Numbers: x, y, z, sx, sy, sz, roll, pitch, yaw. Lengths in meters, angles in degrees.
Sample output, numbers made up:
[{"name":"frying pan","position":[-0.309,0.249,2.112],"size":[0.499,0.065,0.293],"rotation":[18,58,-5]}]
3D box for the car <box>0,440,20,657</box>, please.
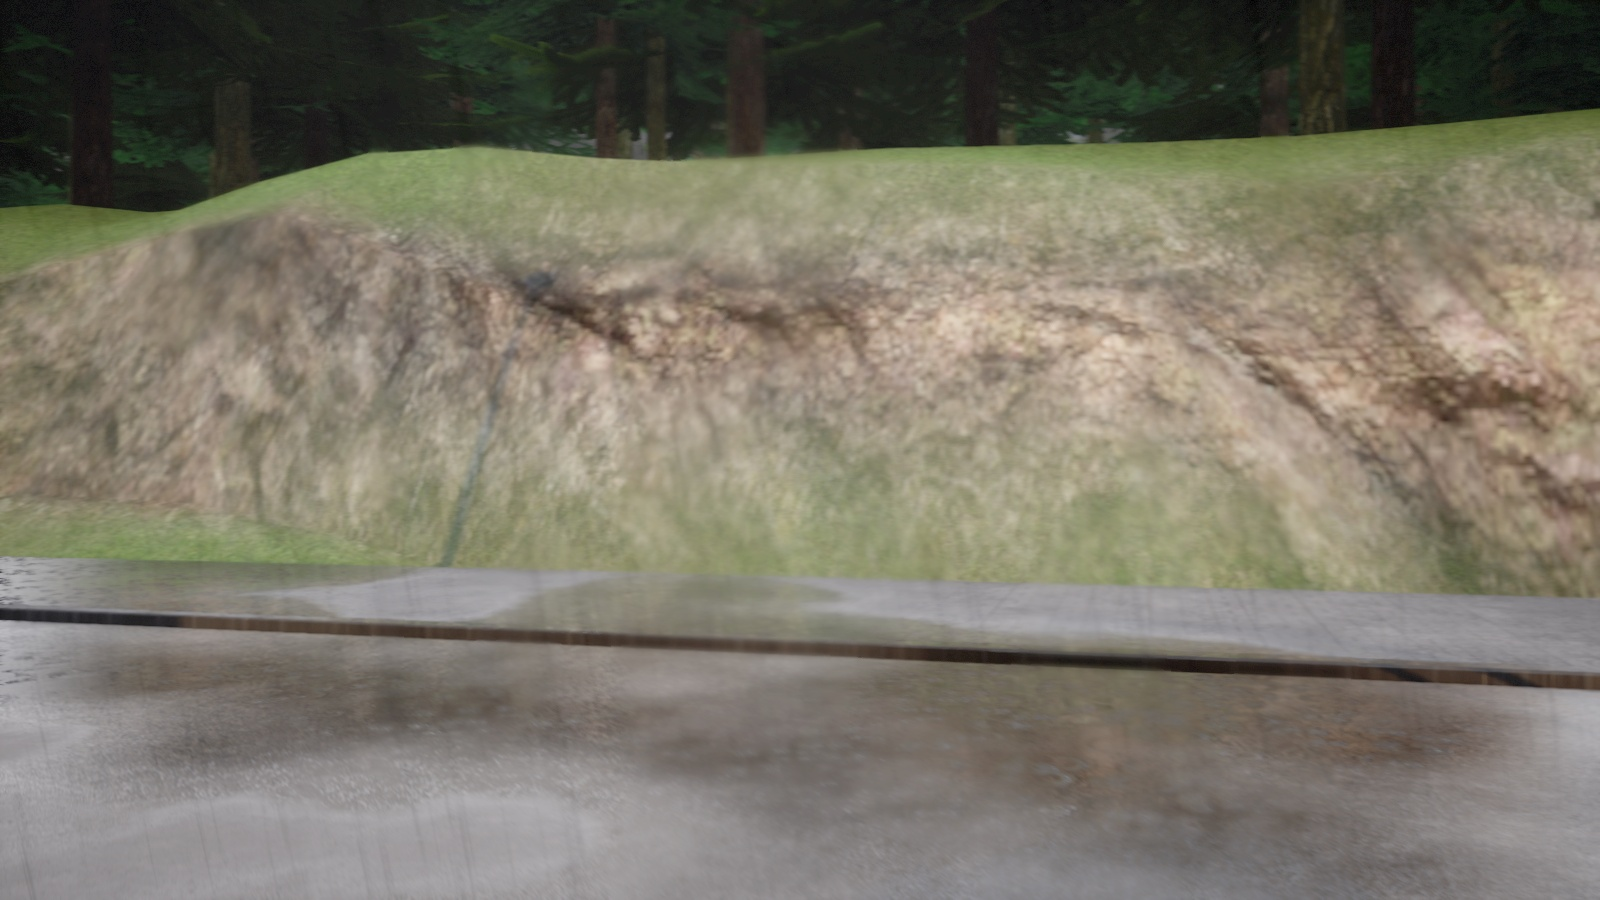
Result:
[{"name":"car","position":[-7.539,0.675,8.585],"size":[3.806,1.475,1.970],"rotation":[0,0,25]}]
